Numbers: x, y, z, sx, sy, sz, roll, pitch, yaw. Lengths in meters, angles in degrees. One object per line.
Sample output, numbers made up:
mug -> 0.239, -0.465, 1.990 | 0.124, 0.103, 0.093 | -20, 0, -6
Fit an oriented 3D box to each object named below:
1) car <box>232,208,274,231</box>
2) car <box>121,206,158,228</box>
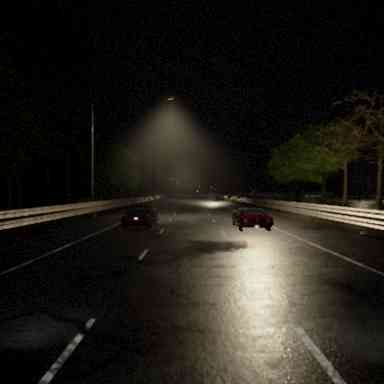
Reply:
car -> 3.588, 1.628, 20.606 | 1.895, 1.301, 4.718 | 0, 0, 0
car -> -3.412, 1.592, 22.281 | 1.994, 1.385, 4.181 | 0, 0, 0
